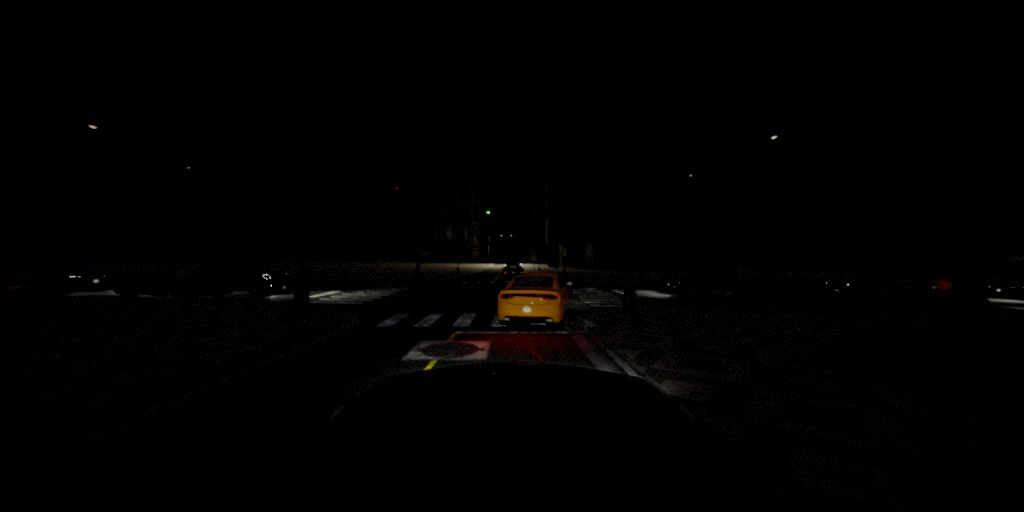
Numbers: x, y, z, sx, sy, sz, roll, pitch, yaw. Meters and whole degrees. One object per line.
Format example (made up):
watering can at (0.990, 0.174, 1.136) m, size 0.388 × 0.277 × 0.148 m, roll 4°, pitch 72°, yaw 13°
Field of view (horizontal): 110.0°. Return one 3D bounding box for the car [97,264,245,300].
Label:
car at (-14.779, 1.174, 15.748) m, size 4.403 × 1.370 × 2.007 m, roll 0°, pitch 0°, yaw 0°

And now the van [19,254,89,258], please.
van at (-31.144, 0.772, 24.278) m, size 3.998 × 1.789 × 1.690 m, roll 0°, pitch 0°, yaw 0°

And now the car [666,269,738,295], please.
car at (11.885, 1.538, 21.698) m, size 4.892 × 1.490 × 1.837 m, roll 1°, pitch 0°, yaw 0°

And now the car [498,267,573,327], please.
car at (0.920, 1.270, 11.859) m, size 1.882 × 1.535 × 5.008 m, roll 0°, pitch 0°, yaw 12°

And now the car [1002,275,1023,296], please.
car at (31.868, 1.855, 21.683) m, size 4.892 × 1.490 × 1.837 m, roll 1°, pitch 0°, yaw 0°

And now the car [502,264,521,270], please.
car at (0.102, 1.421, 32.066) m, size 2.033 × 1.411 × 5.357 m, roll 0°, pitch 0°, yaw 0°

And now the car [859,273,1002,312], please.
car at (17.941, 1.629, 15.836) m, size 4.829 × 1.417 × 1.751 m, roll 0°, pitch 0°, yaw 0°

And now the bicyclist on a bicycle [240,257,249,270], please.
bicyclist on a bicycle at (-20.491, 0.885, 27.247) m, size 0.582 × 1.620 × 1.656 m, roll 1°, pitch 0°, yaw 0°

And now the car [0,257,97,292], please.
car at (-23.895, 0.999, 18.513) m, size 4.902 × 1.511 × 2.128 m, roll 1°, pitch 0°, yaw 0°

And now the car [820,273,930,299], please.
car at (21.802, 1.788, 21.695) m, size 4.718 × 1.301 × 1.895 m, roll 1°, pitch 0°, yaw 0°

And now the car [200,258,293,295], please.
car at (-13.897, 0.997, 18.465) m, size 4.553 × 1.767 × 2.097 m, roll 1°, pitch 0°, yaw 1°

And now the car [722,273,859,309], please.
car at (12.129, 1.582, 15.837) m, size 4.313 × 1.339 × 1.948 m, roll 0°, pitch 0°, yaw 0°

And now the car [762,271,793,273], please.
car at (17.782, 1.684, 24.361) m, size 4.403 × 1.370 × 2.007 m, roll 0°, pitch 0°, yaw 0°
